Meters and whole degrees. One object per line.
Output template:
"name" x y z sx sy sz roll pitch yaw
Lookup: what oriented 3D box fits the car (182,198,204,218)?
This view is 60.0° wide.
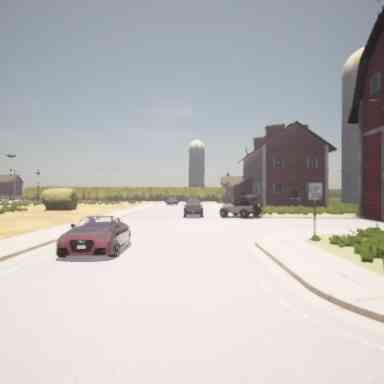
"car" 0.128 1.583 31.486 2.128 1.511 4.902 0 0 0

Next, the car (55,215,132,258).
"car" -3.580 1.601 12.744 1.994 1.385 4.181 0 0 0

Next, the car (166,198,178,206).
"car" -3.464 1.708 58.669 1.994 1.385 4.181 0 0 1

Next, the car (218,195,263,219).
"car" 4.208 1.253 28.813 1.905 1.878 3.866 -7 3 -42

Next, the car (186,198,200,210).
"car" 0.150 1.636 46.207 1.837 1.490 4.892 0 0 0
